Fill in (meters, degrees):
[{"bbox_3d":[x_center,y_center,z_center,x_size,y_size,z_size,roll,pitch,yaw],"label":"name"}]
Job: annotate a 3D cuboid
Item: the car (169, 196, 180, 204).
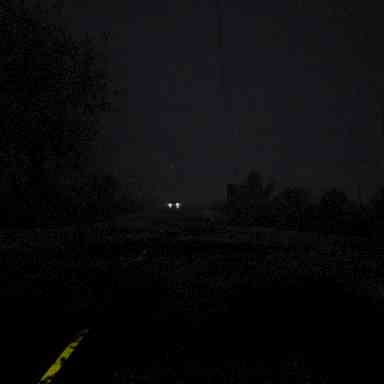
[{"bbox_3d":[-3.524,1.614,67.094,1.812,1.442,4.674,0,0,0],"label":"car"}]
